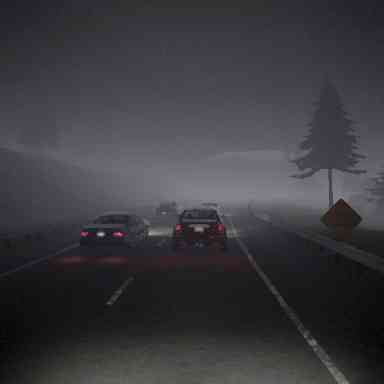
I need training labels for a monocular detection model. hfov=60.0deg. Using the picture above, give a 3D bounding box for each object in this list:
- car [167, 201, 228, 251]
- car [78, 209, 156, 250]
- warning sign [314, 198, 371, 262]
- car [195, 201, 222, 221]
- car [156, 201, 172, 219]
[{"bbox_3d":[0.374,1.365,14.159,2.097,1.767,4.553,0,0,3],"label":"car"},{"bbox_3d":[-3.120,1.563,14.370,2.033,1.411,5.357,0,0,3],"label":"car"},{"bbox_3d":[4.589,1.114,10.257,1.300,1.860,1.060,0,0,2],"label":"warning sign"},{"bbox_3d":[1.519,1.563,28.868,2.033,1.411,5.357,0,0,6],"label":"car"},{"bbox_3d":[-1.962,1.495,29.231,2.128,1.511,4.902,0,0,6],"label":"car"}]
